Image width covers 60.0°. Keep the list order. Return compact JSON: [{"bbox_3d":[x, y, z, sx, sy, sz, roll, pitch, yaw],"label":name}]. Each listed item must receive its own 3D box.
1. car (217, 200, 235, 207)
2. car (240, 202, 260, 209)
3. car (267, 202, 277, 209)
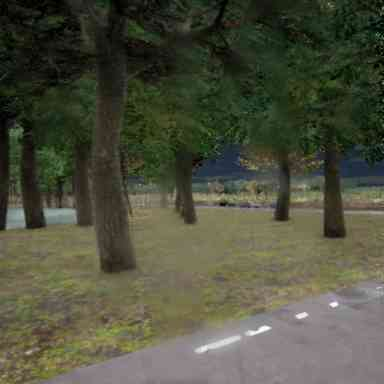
[{"bbox_3d":[7.622,2.495,74.901,2.097,1.767,4.553,-1,0,-35],"label":"car"},{"bbox_3d":[11.292,2.638,64.911,1.994,1.385,4.181,-1,0,-35],"label":"car"},{"bbox_3d":[16.146,2.527,62.851,1.994,1.385,4.181,-1,0,-35],"label":"car"}]
